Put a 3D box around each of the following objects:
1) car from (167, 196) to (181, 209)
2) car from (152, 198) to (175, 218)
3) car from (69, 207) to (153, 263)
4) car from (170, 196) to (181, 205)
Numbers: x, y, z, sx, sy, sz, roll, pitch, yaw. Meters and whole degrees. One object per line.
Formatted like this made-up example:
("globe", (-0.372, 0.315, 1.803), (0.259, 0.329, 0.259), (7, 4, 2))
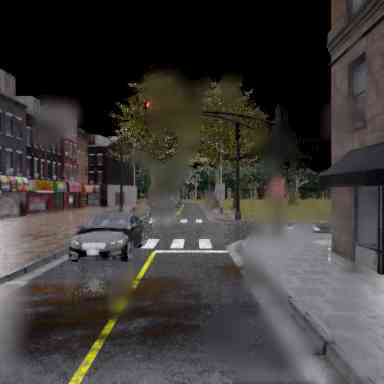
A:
("car", (-2.931, 1.427, 47.516), (2.097, 1.767, 4.553), (0, 0, 0))
("car", (-2.840, 1.575, 30.797), (2.033, 1.411, 5.357), (0, 0, -2))
("car", (-2.871, 1.491, 12.081), (2.128, 1.511, 4.902), (0, 0, 0))
("car", (-2.960, 1.587, 60.410), (1.882, 1.535, 5.008), (0, 0, -1))
